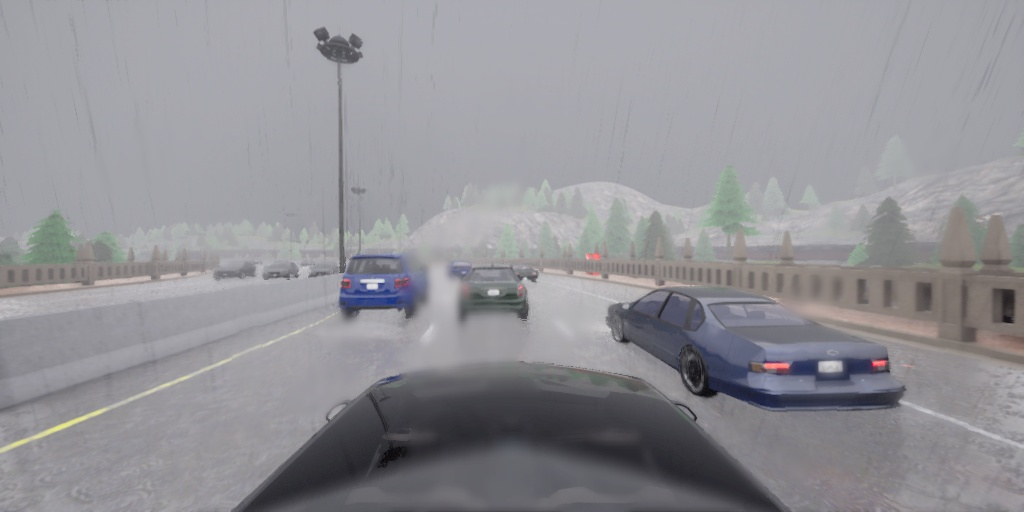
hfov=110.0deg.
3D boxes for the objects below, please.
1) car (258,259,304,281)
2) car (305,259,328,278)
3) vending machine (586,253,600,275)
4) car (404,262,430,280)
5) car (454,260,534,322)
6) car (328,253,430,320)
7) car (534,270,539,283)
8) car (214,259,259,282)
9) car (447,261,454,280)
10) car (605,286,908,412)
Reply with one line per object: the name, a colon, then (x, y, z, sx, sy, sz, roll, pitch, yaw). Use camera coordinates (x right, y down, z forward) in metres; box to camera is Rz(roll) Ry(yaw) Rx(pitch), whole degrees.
car: (-19.273, 1.238, 30.136, 1.837, 1.490, 4.892, 0, 0, -20)
car: (-15.546, 1.211, 29.990, 1.837, 1.490, 4.892, 0, 0, -19)
vending machine: (7.122, 0.743, 31.633, 1.100, 2.100, 0.880, 0, 0, -16)
car: (-8.119, 1.216, 30.364, 1.994, 1.385, 4.181, 0, 0, -17)
car: (-0.746, 1.045, 12.328, 2.097, 1.767, 4.553, 0, 0, -6)
car: (-4.237, 0.930, 12.711, 2.150, 2.045, 5.566, 0, 0, -7)
car: (0.371, 1.217, 26.131, 1.895, 1.301, 4.718, 0, 0, -14)
car: (-22.941, 1.239, 29.987, 1.882, 1.535, 5.008, 0, 0, -21)
car: (-4.347, 1.106, 30.009, 1.882, 1.535, 5.008, 0, 0, -16)
car: (3.343, 1.254, 6.436, 2.033, 1.411, 5.357, 0, 0, -3)
